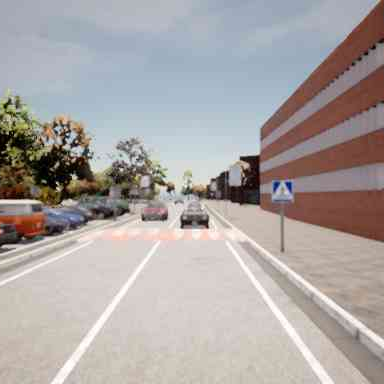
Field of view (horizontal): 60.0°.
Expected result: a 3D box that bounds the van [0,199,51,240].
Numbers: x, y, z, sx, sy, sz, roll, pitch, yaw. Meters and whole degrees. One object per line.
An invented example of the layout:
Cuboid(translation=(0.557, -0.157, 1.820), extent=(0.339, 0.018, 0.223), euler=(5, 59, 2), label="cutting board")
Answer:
Cuboid(translation=(-9.489, 1.369, 15.878), extent=(4.442, 1.987, 1.878), euler=(0, 0, 0), label="van")

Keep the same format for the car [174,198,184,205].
Cuboid(translation=(-2.648, 2.010, 70.880), extent=(1.994, 1.385, 4.181), euler=(0, 0, 1), label="car")

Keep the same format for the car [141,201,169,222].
Cuboid(translation=(-3.219, 1.638, 29.548), extent=(2.097, 1.767, 4.553), euler=(0, -1, 0), label="car")

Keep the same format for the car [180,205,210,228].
Cuboid(translation=(0.183, 1.756, 22.773), extent=(1.895, 1.301, 4.718), euler=(0, -3, 0), label="car")

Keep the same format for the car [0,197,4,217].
Cuboid(translation=(-21.949, 1.477, 32.597), extent=(5.566, 2.045, 2.435), euler=(0, 0, 0), label="car")

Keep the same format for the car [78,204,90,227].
Cuboid(translation=(-9.386, 1.683, 21.527), extent=(4.674, 1.452, 2.002), euler=(0, 0, 0), label="car")

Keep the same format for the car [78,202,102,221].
Cuboid(translation=(-9.386, 1.706, 24.353), extent=(4.674, 1.452, 2.002), euler=(0, 0, 0), label="car")

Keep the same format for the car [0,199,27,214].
Cuboid(translation=(-21.926, 1.635, 38.376), extent=(4.553, 1.767, 2.185), euler=(0, -1, 0), label="car")

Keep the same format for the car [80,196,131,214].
Cuboid(translation=(-9.382, 1.499, 35.658), extent=(5.566, 2.045, 2.435), euler=(0, 0, 0), label="car")

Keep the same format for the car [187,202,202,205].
Cuboid(translation=(0.332, 1.960, 41.826), extent=(1.994, 1.385, 4.181), euler=(0, -1, 1), label="car")

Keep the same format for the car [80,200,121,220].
Cuboid(translation=(-9.394, 1.711, 30.004), extent=(5.008, 1.535, 2.097), euler=(0, 0, 0), label="car")

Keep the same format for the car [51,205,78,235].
Cuboid(translation=(-9.348, 1.648, 18.701), extent=(4.792, 1.488, 2.163), euler=(0, 0, 0), label="car")

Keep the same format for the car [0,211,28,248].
Cuboid(translation=(-9.364, 1.612, 13.050), extent=(4.674, 1.452, 2.002), euler=(0, 0, 0), label="car")

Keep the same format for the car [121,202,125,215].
Cuboid(translation=(-9.402, 1.771, 32.831), extent=(4.674, 1.452, 2.002), euler=(0, 0, 0), label="car")
